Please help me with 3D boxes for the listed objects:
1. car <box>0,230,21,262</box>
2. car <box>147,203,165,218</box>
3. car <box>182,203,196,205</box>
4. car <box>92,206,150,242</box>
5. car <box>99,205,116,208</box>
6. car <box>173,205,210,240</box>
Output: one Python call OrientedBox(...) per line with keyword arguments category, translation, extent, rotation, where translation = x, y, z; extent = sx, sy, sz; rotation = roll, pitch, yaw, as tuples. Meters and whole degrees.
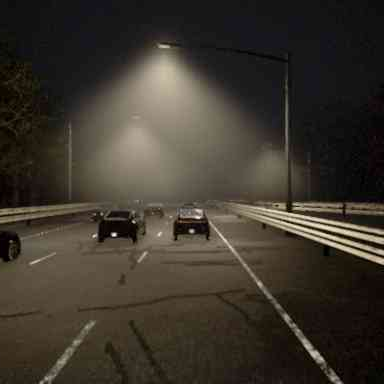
OrientedBox(category="car", translation=(-6.954, 1.593, 9.834), extent=(2.128, 1.511, 4.902), rotation=(0, -1, 0))
OrientedBox(category="car", translation=(-3.818, 1.856, 34.206), extent=(2.128, 1.511, 4.902), rotation=(0, -1, -1))
OrientedBox(category="car", translation=(-0.320, 1.869, 34.339), extent=(1.837, 1.490, 4.892), rotation=(0, -1, -1))
OrientedBox(category="car", translation=(-3.521, 1.683, 17.343), extent=(1.837, 1.490, 4.892), rotation=(0, -1, -1))
OrientedBox(category="car", translation=(-7.202, 1.854, 28.950), extent=(2.033, 1.411, 5.357), rotation=(0, -1, -1))
OrientedBox(category="car", translation=(-0.034, 1.679, 18.321), extent=(2.128, 1.511, 4.902), rotation=(0, -1, -1))
